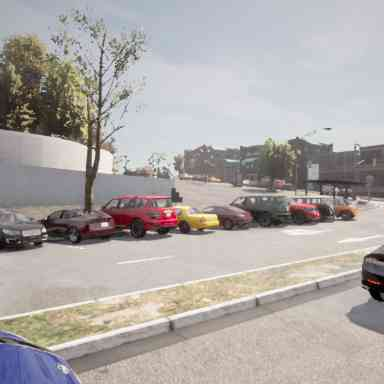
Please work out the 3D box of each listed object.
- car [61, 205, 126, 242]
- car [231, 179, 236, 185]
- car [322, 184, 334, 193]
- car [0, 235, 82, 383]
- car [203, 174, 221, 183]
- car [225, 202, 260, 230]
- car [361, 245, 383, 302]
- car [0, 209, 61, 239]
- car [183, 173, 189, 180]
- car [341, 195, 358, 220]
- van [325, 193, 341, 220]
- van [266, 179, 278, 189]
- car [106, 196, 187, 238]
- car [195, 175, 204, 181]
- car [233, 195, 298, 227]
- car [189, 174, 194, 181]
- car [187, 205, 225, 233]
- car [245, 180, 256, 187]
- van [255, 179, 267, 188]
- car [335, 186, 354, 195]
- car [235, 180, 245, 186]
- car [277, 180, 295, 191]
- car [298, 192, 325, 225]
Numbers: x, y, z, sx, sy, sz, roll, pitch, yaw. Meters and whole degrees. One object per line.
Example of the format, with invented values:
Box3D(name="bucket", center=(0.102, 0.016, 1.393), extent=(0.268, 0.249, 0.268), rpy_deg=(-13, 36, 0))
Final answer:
Box3D(name="car", center=(-5.803, 1.525, 16.091), extent=(4.792, 1.488, 2.163), rpy_deg=(-1, -1, 35))
Box3D(name="car", center=(10.845, -2.317, 78.863), extent=(2.002, 1.452, 4.674), rpy_deg=(7, 3, 35))
Box3D(name="car", center=(24.681, -0.426, 59.122), extent=(2.435, 2.045, 5.566), rpy_deg=(7, 3, 35))
Box3D(name="car", center=(-2.616, 1.351, 1.266), extent=(4.553, 1.767, 2.097), rpy_deg=(0, 0, -35))
Box3D(name="car", center=(5.744, -3.176, 86.376), extent=(1.946, 1.575, 5.366), rpy_deg=(7, 3, 34))
Box3D(name="car", center=(1.571, 1.549, 21.287), extent=(4.674, 1.452, 2.002), rpy_deg=(-1, -1, 35))
Box3D(name="car", center=(5.522, 1.501, 7.059), extent=(4.902, 1.511, 2.128), rpy_deg=(0, 0, -35))
Box3D(name="car", center=(-8.224, 1.494, 14.346), extent=(4.892, 1.521, 2.231), rpy_deg=(-1, -1, 35))
Box3D(name="car", center=(0.373, -4.085, 93.575), extent=(2.185, 1.767, 4.553), rpy_deg=(4, 1, 33))
Box3D(name="car", center=(11.463, 1.403, 28.164), extent=(4.553, 1.767, 2.185), rpy_deg=(-1, -1, 35))
Box3D(name="van", center=(9.053, 1.297, 26.415), extent=(4.442, 1.987, 1.878), rpy_deg=(-1, -1, 35))
Box3D(name="van", center=(17.716, -1.491, 68.874), extent=(1.878, 1.987, 4.442), rpy_deg=(7, 4, 35))
Box3D(name="car", center=(-3.358, 1.248, 17.835), extent=(5.566, 2.045, 2.435), rpy_deg=(-1, -1, 35))
Box3D(name="car", center=(3.894, -3.698, 88.637), extent=(2.435, 2.045, 5.566), rpy_deg=(7, 3, 34))
Box3D(name="car", center=(3.999, 1.263, 23.043), extent=(5.566, 2.045, 2.435), rpy_deg=(-1, -1, 35))
Box3D(name="car", center=(2.101, -3.850, 91.104), extent=(2.185, 1.767, 4.553), rpy_deg=(6, 3, 34))
Box3D(name="car", center=(-1.037, 1.503, 19.661), extent=(5.366, 1.575, 1.946), rpy_deg=(-1, -1, 35))
Box3D(name="car", center=(14.416, -1.812, 74.078), extent=(1.946, 1.575, 5.366), rpy_deg=(7, 3, 35))
Box3D(name="van", center=(15.988, -1.764, 71.346), extent=(1.878, 1.987, 4.442), rpy_deg=(7, 4, 35))
Box3D(name="car", center=(26.370, 0.136, 56.649), extent=(2.002, 1.452, 4.674), rpy_deg=(7, 3, 35))
Box3D(name="car", center=(12.586, -2.043, 76.400), extent=(2.002, 1.452, 4.674), rpy_deg=(7, 4, 35))
Box3D(name="car", center=(19.474, -0.992, 66.511), extent=(2.231, 1.521, 4.892), rpy_deg=(7, 3, 35))
Box3D(name="car", center=(6.514, 1.267, 24.747), extent=(5.566, 2.045, 2.435), rpy_deg=(-1, -1, 35))
